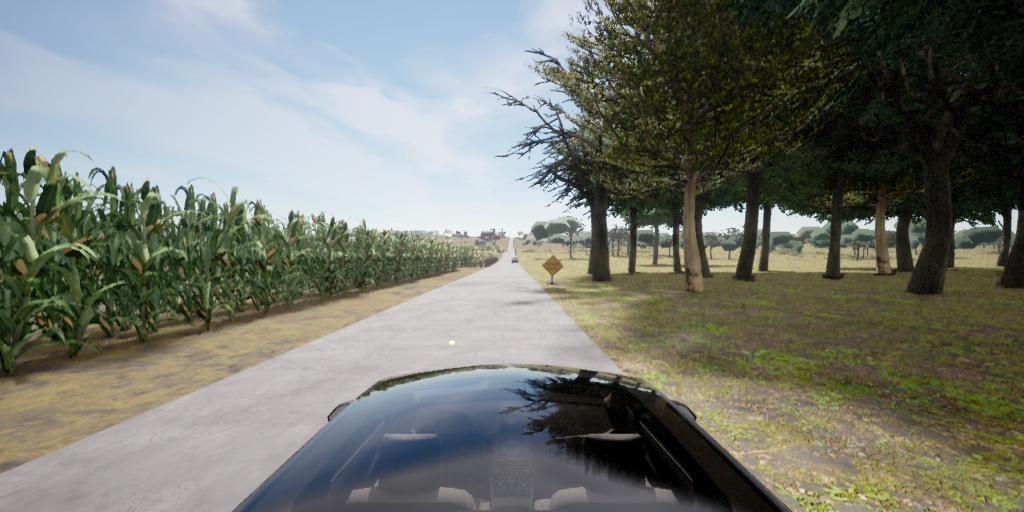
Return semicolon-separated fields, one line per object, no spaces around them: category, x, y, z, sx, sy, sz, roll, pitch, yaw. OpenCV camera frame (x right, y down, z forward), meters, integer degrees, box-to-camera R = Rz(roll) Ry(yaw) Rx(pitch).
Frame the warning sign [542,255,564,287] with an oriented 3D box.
warning sign;2.450;0.885;22.006;1.300;1.860;1.060;0;0;0
